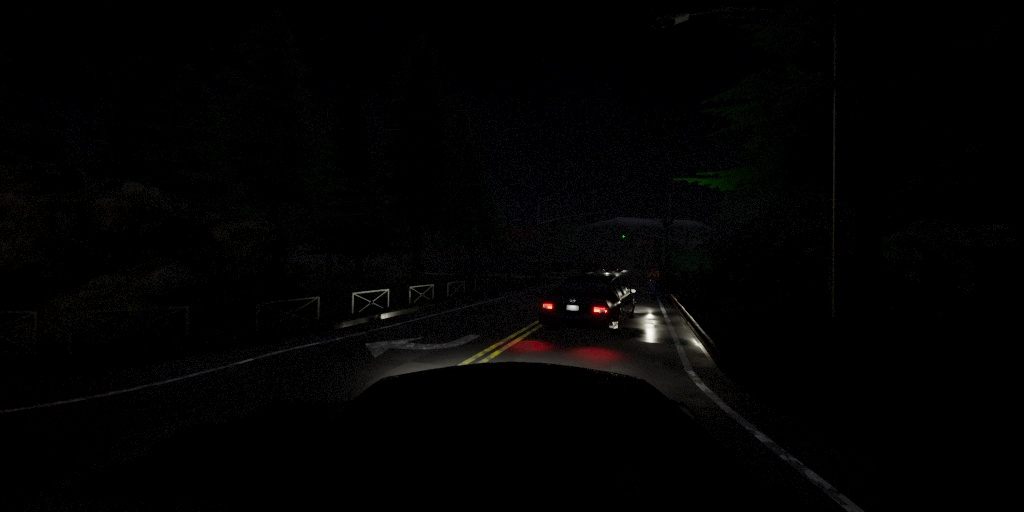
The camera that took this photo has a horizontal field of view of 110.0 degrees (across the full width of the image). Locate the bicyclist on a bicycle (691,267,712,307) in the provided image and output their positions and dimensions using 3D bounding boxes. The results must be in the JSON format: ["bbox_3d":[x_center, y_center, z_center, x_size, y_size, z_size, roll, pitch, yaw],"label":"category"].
[{"bbox_3d":[8.018,1.305,15.105,1.656,1.620,0.582,1,-1,-34],"label":"bicyclist on a bicycle"}]

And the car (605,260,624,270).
[{"bbox_3d":[16.924,1.712,59.820,2.150,2.045,5.566,1,-1,20],"label":"car"}]

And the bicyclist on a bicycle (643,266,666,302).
[{"bbox_3d":[6.587,1.294,16.502,1.656,1.620,0.582,1,-1,-31],"label":"bicyclist on a bicycle"}]

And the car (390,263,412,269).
[{"bbox_3d":[-14.299,1.587,48.357,4.181,1.385,1.994,1,-1,21],"label":"car"}]

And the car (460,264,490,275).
[{"bbox_3d":[-4.934,1.698,44.866,4.181,1.385,1.994,1,-1,20],"label":"car"}]

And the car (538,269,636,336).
[{"bbox_3d":[2.400,1.253,10.336,2.033,1.411,5.357,1,-1,25],"label":"car"}]

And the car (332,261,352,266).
[{"bbox_3d":[-24.032,1.457,52.283,5.357,1.411,2.033,1,-1,24],"label":"car"}]
